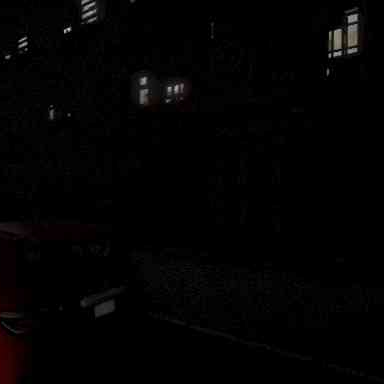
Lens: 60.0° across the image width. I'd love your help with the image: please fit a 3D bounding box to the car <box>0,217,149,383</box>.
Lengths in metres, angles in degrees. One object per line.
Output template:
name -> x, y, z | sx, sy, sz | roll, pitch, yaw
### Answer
car -> -2.865, 1.312, 4.902 | 5.009, 1.841, 2.192 | 0, 1, 36
